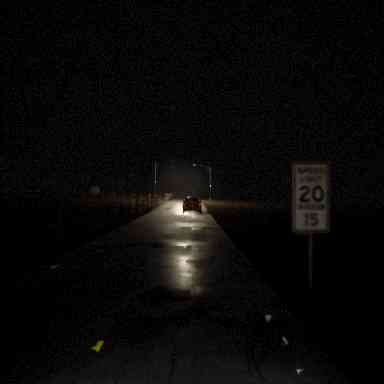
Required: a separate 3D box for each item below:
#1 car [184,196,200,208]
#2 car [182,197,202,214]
[{"bbox_3d":[0.006,1.387,47.064,2.128,1.511,4.902,0,1,0],"label":"car"},{"bbox_3d":[0.000,1.351,36.259,2.097,1.767,4.553,0,0,0],"label":"car"}]
